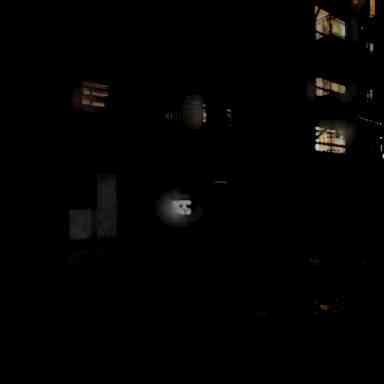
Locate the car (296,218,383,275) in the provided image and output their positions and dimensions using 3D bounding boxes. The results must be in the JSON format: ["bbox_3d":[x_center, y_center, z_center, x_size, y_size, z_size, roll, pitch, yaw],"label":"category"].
[{"bbox_3d":[5.057,1.503,10.240,4.313,1.339,1.947,0,0,-36],"label":"car"}]
